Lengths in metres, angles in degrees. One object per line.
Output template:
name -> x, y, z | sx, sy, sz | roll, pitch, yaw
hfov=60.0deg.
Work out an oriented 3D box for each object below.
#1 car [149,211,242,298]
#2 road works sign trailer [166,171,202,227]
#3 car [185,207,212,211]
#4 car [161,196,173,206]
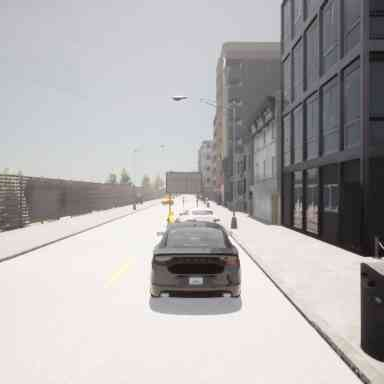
car -> 0.072, 1.477, 8.560 | 1.882, 1.535, 5.008 | 0, 0, 0
road works sign trailer -> -0.564, 0.464, 21.411 | 2.380, 3.560, 2.880 | 0, 0, -17
car -> 0.339, 1.541, 17.914 | 1.812, 1.442, 4.674 | 0, -1, -8
car -> -4.179, 1.476, 56.561 | 1.882, 1.535, 5.008 | 0, 0, 0
